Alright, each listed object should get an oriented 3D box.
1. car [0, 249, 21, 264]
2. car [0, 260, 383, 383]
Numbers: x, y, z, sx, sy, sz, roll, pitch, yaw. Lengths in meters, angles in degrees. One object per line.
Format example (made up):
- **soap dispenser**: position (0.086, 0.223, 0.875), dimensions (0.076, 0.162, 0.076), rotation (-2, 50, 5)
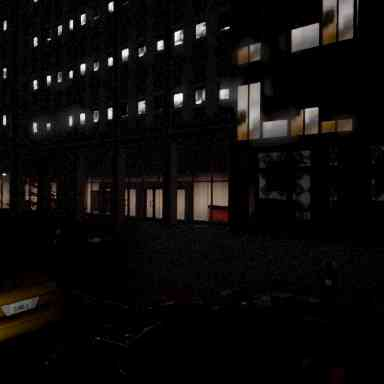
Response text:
- **car**: position (-4.202, 1.524, 5.880), dimensions (4.829, 1.417, 1.752), rotation (0, 1, 36)
- **car**: position (0.555, 1.440, 2.470), dimensions (4.097, 1.590, 1.967), rotation (0, 1, 36)
